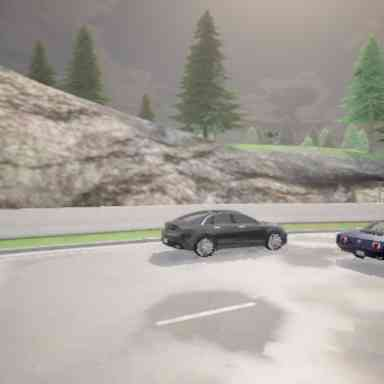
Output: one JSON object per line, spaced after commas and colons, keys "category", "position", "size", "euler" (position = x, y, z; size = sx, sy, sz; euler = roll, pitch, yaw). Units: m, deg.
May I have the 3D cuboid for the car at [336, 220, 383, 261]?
{"category": "car", "position": [7.116, 1.541, 10.640], "size": [4.718, 1.301, 1.895], "euler": [0, 0, -19]}

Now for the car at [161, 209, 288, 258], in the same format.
{"category": "car", "position": [1.302, 1.404, 12.245], "size": [4.892, 1.490, 1.837], "euler": [0, 0, -26]}
